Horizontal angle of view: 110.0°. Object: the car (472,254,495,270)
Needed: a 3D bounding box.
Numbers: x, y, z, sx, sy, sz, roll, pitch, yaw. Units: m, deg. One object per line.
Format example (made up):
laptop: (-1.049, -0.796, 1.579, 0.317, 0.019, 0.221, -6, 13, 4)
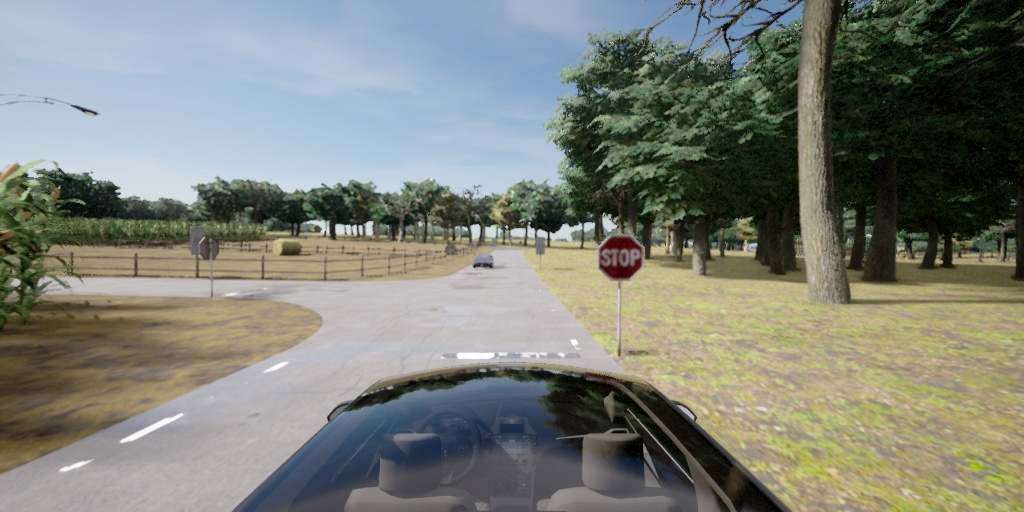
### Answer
car: (-2.651, 0.477, 34.463, 2.033, 1.411, 5.357, 0, 2, 0)
